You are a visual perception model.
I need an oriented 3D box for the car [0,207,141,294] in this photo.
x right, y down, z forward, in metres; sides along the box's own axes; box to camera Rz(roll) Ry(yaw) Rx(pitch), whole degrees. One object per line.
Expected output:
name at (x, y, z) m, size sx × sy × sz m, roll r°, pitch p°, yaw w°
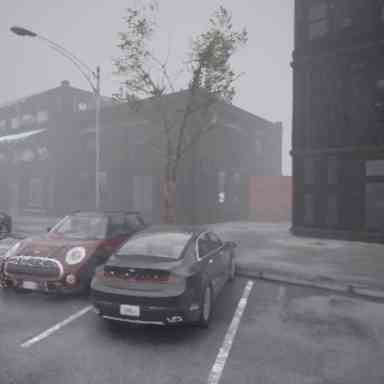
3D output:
car at (-2.657, 1.315, 8.877) m, size 2.185 × 1.767 × 4.553 m, roll 1°, pitch 0°, yaw 16°

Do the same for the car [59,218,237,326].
car at (-0.255, 1.460, 7.124) m, size 2.231 × 1.521 × 4.892 m, roll 0°, pitch 0°, yaw 15°
